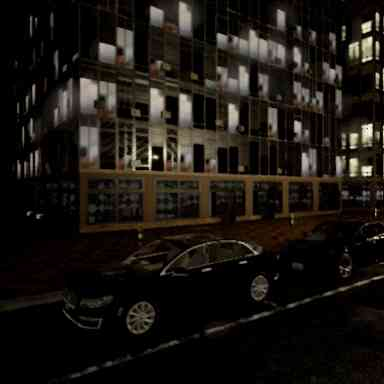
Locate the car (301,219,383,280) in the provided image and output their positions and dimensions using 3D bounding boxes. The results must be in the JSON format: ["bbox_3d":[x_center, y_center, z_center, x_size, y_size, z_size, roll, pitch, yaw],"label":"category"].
[{"bbox_3d":[4.473,1.502,9.749,4.313,1.339,1.947,0,1,-36],"label":"car"}]

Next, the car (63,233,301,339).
[{"bbox_3d":[-0.160,1.527,6.442,4.403,1.369,2.008,0,1,-36],"label":"car"}]
